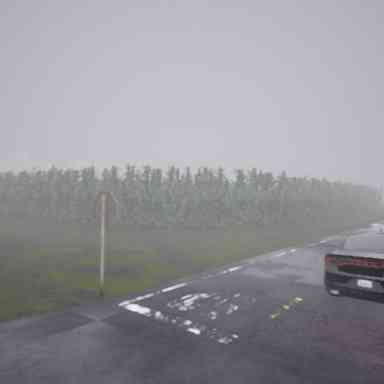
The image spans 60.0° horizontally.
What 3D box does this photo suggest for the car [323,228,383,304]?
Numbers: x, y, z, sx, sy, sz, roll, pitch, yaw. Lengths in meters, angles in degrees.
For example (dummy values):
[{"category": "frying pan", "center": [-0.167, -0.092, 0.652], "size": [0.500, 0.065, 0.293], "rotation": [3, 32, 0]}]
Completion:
[{"category": "car", "center": [4.828, 1.618, 8.214], "size": [1.882, 1.535, 5.008], "rotation": [-1, -1, 39]}]
